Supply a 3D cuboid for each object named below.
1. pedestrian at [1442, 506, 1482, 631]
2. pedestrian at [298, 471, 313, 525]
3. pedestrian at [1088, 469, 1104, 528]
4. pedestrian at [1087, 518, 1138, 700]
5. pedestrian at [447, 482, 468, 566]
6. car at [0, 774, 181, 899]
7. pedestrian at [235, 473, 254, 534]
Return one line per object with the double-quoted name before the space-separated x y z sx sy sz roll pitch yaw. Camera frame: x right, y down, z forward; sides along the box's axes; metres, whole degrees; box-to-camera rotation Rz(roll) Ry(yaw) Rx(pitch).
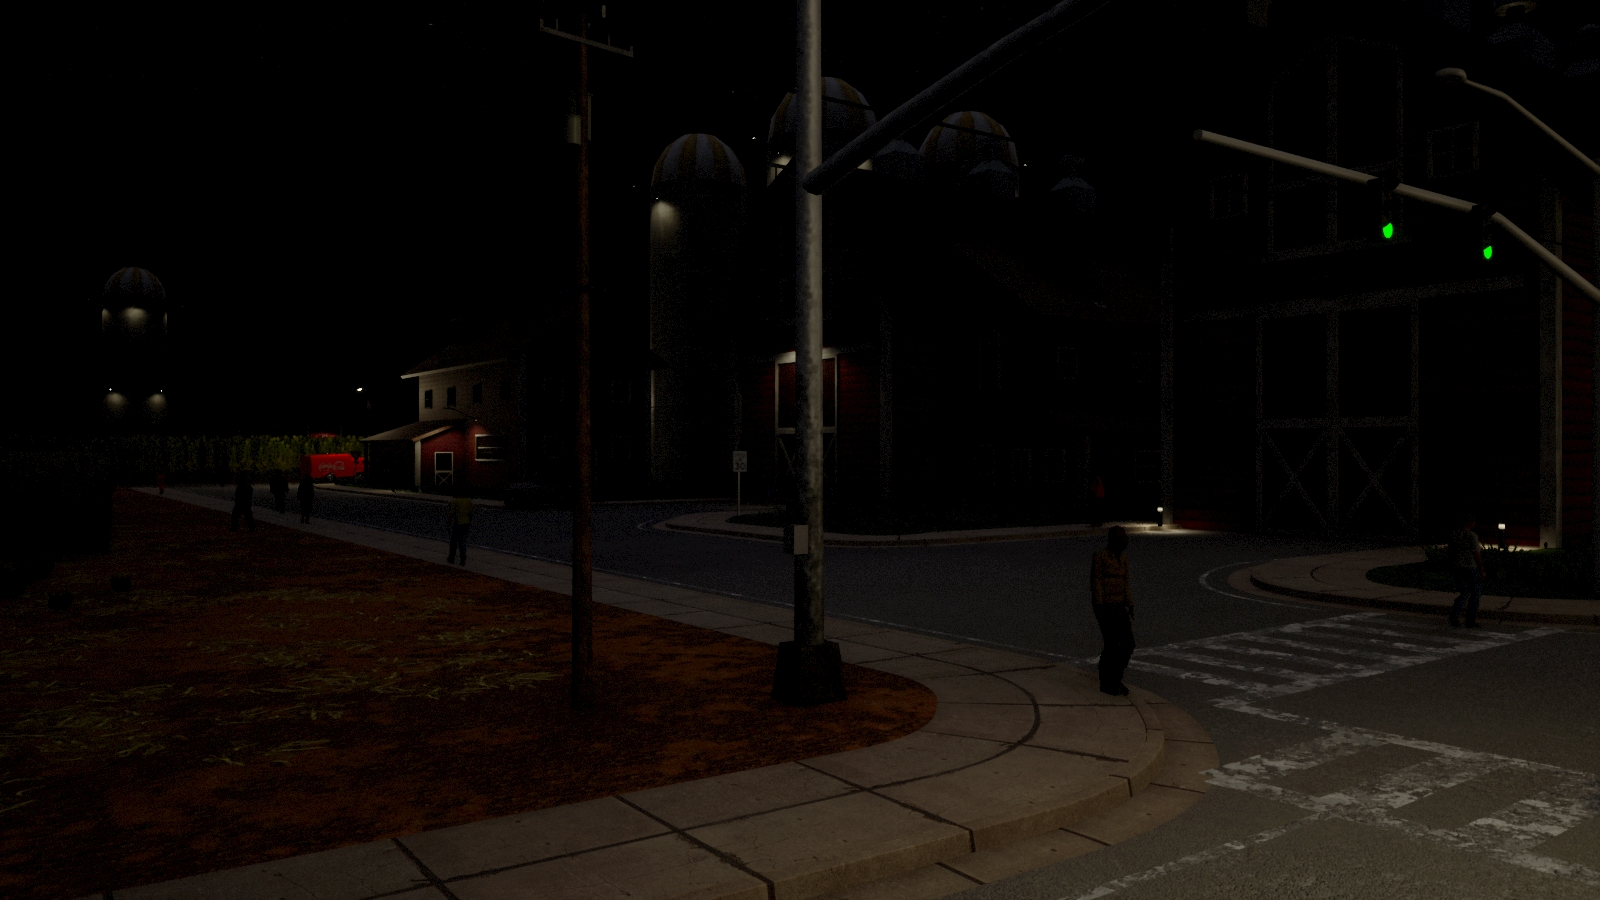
"pedestrian" 10.192 1.810 17.587 0.375 1.860 0.375 0 0 -22
"pedestrian" -17.173 1.665 39.711 0.375 1.860 0.375 0 0 -42
"pedestrian" 9.356 1.533 36.102 0.375 1.860 0.375 0 0 -7
"pedestrian" 3.316 1.665 12.129 0.375 1.860 0.375 0 0 -33
"pedestrian" -7.743 1.665 25.813 0.375 1.860 0.375 0 0 -33
"car" -3.385 1.907 1.453 4.553 1.767 2.097 0 0 -35
"pedestrian" -17.306 1.666 35.605 0.375 1.860 0.375 0 0 26
